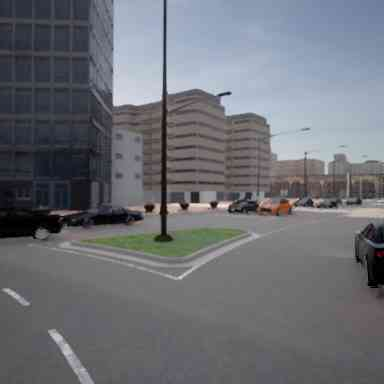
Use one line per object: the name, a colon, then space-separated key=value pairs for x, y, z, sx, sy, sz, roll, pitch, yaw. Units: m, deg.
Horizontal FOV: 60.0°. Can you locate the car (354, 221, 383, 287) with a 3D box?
car: x=5.629 y=1.520 z=9.049 sx=1.882 sy=1.535 sz=5.008 roll=0 pitch=0 yaw=22

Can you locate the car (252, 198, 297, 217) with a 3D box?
car: x=8.291 y=1.437 z=33.126 sx=2.097 sy=1.767 sz=4.553 roll=0 pitch=0 yaw=38

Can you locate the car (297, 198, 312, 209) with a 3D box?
car: x=16.674 y=1.658 z=49.482 sx=1.837 sy=1.490 sz=4.892 roll=0 pitch=-1 yaw=38

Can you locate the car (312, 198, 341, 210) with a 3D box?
car: x=19.004 y=1.726 z=46.794 sx=1.994 sy=1.385 sz=4.181 roll=0 pitch=0 yaw=38

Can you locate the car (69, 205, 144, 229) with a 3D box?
car: x=-5.716 y=1.571 z=21.866 sx=2.033 sy=1.411 sz=5.357 roll=0 pitch=0 yaw=45

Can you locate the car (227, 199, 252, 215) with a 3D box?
car: x=5.570 y=1.577 z=35.329 sx=1.837 sy=1.490 sz=4.892 roll=0 pitch=0 yaw=38

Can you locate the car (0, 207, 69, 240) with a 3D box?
car: x=-8.608 y=1.446 z=15.224 sx=5.008 sy=1.535 sz=1.882 roll=1 pitch=0 yaw=-34

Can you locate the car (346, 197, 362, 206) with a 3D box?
car: x=28.873 y=1.707 z=59.302 sx=1.882 sy=1.535 sz=5.008 roll=0 pitch=0 yaw=38
